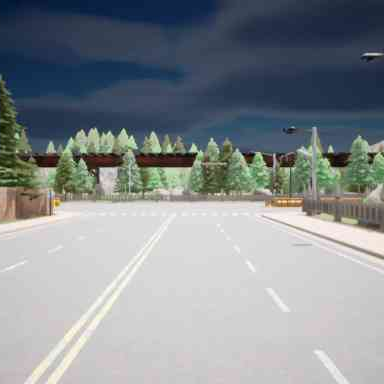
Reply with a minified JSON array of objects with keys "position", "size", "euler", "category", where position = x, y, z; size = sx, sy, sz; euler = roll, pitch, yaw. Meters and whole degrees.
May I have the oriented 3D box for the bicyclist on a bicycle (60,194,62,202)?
[{"position":[-27.070,1.276,68.647],"size":[0.582,1.620,1.656],"euler":[0,0,0],"category":"bicyclist on a bicycle"}]
